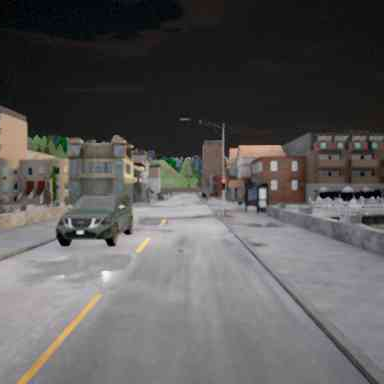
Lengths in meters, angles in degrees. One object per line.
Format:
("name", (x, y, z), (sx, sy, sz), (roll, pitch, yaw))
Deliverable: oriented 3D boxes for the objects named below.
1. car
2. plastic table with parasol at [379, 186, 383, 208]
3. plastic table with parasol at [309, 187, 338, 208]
("car", (-4.058, 1.097, 14.903), (2.150, 2.045, 5.566), (0, 0, 1))
("plastic table with parasol", (22.914, 0.615, 37.363), (2.482, 2.480, 2.482), (0, 0, 0))
("plastic table with parasol", (15.935, 0.589, 40.397), (2.482, 2.480, 2.482), (0, 0, 0))
